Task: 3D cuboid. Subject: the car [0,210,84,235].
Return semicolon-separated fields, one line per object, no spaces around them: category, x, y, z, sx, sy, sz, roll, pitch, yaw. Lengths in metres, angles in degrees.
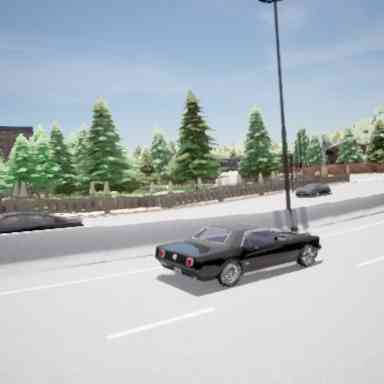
car;-6.521;1.470;12.237;5.008;1.535;1.882;-1;0;-35

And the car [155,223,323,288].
car;1.472;1.511;9.095;4.718;1.301;1.895;-2;1;-35

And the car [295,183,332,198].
car;12.592;-0.209;34.433;4.181;1.385;1.994;-7;4;-35
